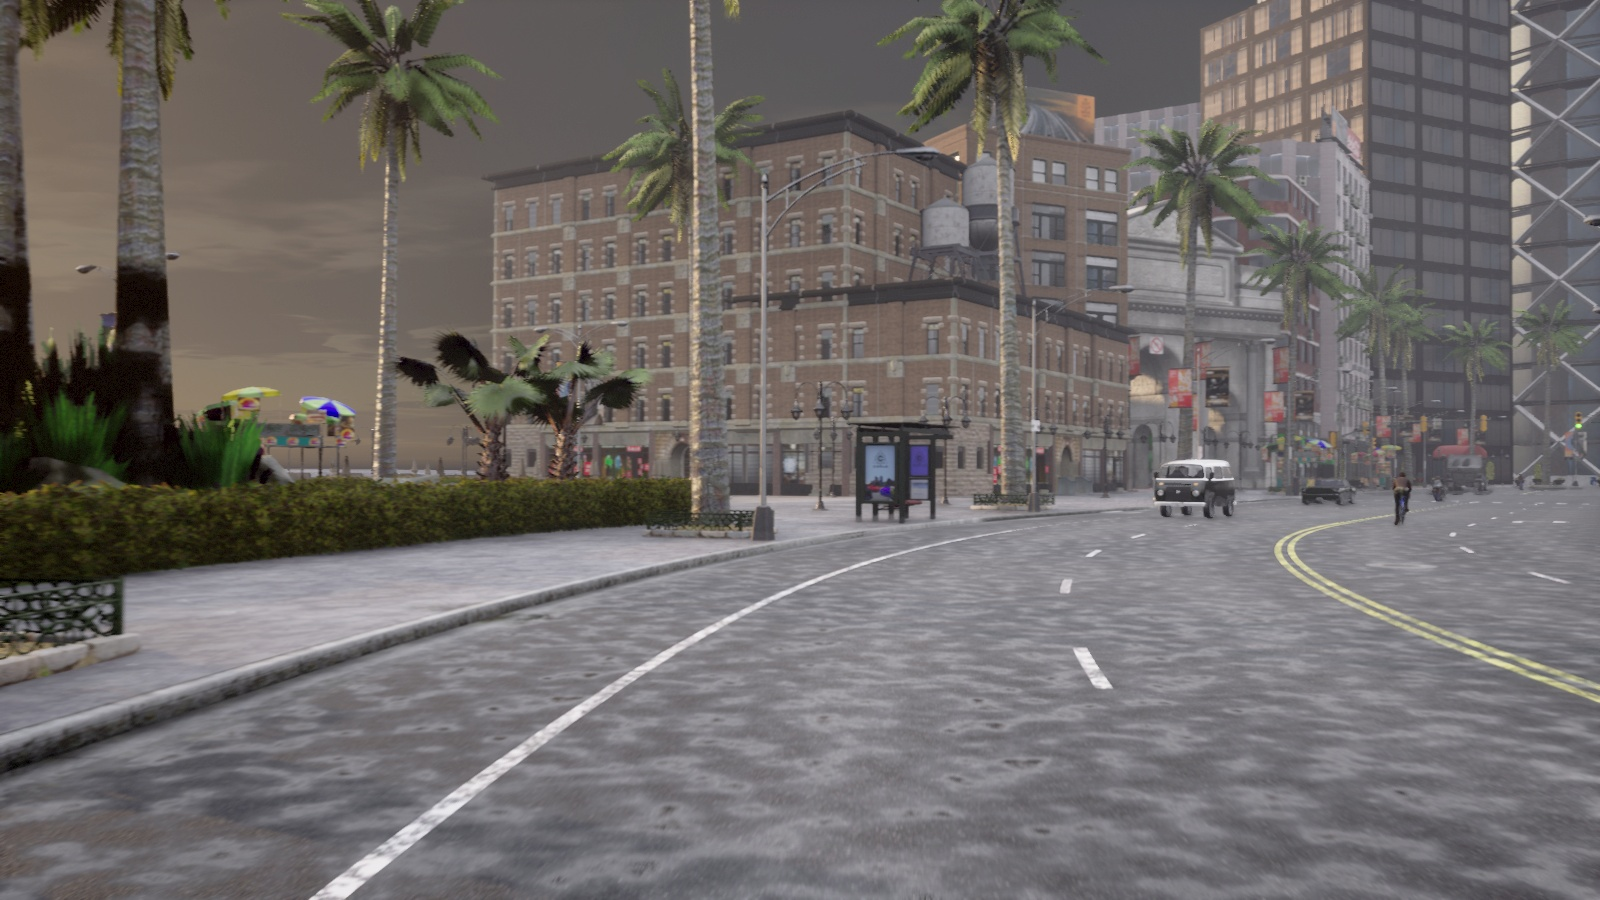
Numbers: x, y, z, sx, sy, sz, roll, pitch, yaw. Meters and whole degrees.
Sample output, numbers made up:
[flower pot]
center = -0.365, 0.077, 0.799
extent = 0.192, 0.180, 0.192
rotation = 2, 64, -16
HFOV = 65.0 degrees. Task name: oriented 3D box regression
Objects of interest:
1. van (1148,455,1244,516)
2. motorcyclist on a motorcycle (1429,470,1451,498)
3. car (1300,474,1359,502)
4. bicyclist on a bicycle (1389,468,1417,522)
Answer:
[van]
center = 14.094, 1.240, 44.524
extent = 2.069, 2.038, 4.480
rotation = -1, -1, 34
[motorcyclist on a motorcycle]
center = 36.716, 1.942, 72.008
extent = 0.866, 1.530, 2.191
rotation = -1, -1, 34
[car]
center = 26.822, 1.896, 63.525
extent = 1.895, 1.301, 4.718
rotation = -1, -1, 34
[bicyclist on a bicycle]
center = 18.332, 1.350, 38.147
extent = 0.582, 1.620, 1.656
rotation = -1, -1, 32
